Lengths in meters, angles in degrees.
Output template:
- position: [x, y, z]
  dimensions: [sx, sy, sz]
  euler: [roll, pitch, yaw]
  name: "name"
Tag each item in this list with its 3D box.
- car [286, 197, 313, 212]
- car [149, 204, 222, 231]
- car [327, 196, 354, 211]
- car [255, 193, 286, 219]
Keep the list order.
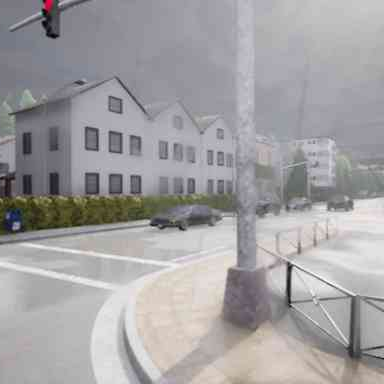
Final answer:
- position: [11.888, 1.358, 36.856]
  dimensions: [2.128, 1.511, 4.902]
  euler: [-1, 0, 36]
  name: "car"
- position: [-0.162, 1.436, 19.974]
  dimensions: [2.033, 1.411, 5.357]
  euler: [-1, 0, 35]
  name: "car"
- position: [16.731, 1.185, 37.370]
  dimensions: [2.097, 1.767, 4.553]
  euler: [-1, 0, 35]
  name: "car"
- position: [5.810, 1.099, 28.381]
  dimensions: [2.150, 2.045, 5.566]
  euler: [-1, 0, 35]
  name: "car"
